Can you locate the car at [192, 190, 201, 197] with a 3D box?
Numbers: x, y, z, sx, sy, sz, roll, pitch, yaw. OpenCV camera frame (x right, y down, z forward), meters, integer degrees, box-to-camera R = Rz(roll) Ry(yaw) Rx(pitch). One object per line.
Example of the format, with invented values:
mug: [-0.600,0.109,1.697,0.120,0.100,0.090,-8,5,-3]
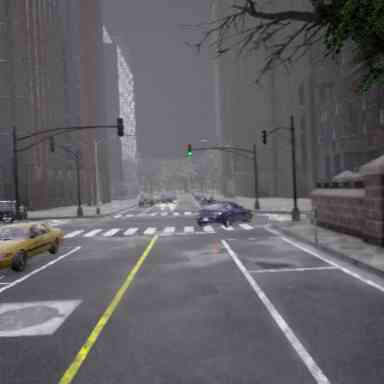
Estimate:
car: [1.132,0.360,92.607,2.192,1.841,5.009,-3,1,-1]

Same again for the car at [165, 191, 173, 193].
car: [-4.232,0.994,70.851,2.033,1.411,5.357,-3,1,-1]

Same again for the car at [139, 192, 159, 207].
car: [-6.615,1.124,48.968,2.192,1.841,5.009,-3,1,-1]

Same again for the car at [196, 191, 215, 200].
car: [2.002,0.914,43.680,1.967,1.590,4.097,-3,1,-1]

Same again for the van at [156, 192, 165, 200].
van: [-7.094,0.910,76.151,1.690,1.788,3.998,-3,1,-1]

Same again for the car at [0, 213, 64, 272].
car: [-5.941,1.675,11.399,1.752,1.417,4.829,-3,1,-1]

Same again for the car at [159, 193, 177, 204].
car: [-3.992,1.235,54.874,1.895,1.301,4.718,-3,1,0]

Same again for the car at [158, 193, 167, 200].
car: [-7.180,1.073,81.589,2.008,1.369,4.403,-3,1,-1]

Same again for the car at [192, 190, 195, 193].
car: [1.527,0.778,70.863,1.887,1.381,4.507,-3,1,-1]

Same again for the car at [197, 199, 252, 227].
car: [1.987,1.274,20.163,1.812,1.442,4.674,-4,-1,32]

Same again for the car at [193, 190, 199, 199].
car: [1.719,0.879,59.990,2.008,1.369,4.403,-3,1,-1]

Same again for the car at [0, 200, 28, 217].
car: [-15.359,1.510,25.936,4.553,1.767,2.097,-2,1,2]
